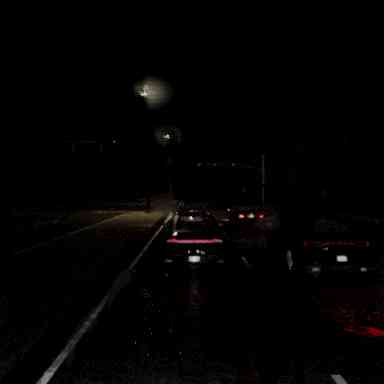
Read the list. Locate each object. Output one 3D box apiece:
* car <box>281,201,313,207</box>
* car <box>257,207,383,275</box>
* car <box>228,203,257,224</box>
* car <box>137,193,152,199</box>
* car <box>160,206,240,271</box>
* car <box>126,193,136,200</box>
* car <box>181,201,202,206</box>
[{"bbox_3d":[6.978,1.409,22.496,1.837,1.490,4.892,0,0,0],"label":"car"},{"bbox_3d":[3.553,1.433,10.380,1.882,1.535,5.008,0,0,0],"label":"car"},{"bbox_3d":[3.482,1.453,22.012,2.033,1.411,5.357,0,0,0],"label":"car"},{"bbox_3d":[-12.027,1.191,84.907,1.994,1.385,4.181,0,0,0],"label":"car"},{"bbox_3d":[0.050,1.446,10.752,2.128,1.511,4.902,0,0,0],"label":"car"},{"bbox_3d":[-15.527,1.116,84.923,1.882,1.535,5.008,0,0,0],"label":"car"},{"bbox_3d":[-0.028,1.405,23.400,1.837,1.490,4.892,0,0,0],"label":"car"}]
